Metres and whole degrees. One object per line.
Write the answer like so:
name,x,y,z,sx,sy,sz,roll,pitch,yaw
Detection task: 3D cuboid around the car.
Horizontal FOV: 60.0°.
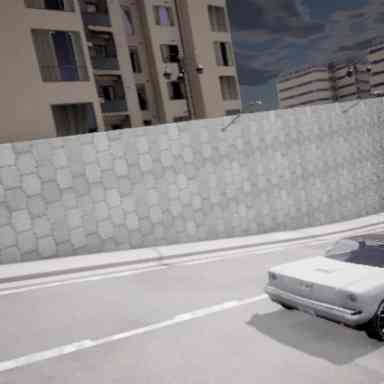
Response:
car,3.621,1.566,6.564,4.718,1.301,1.895,0,0,-35
